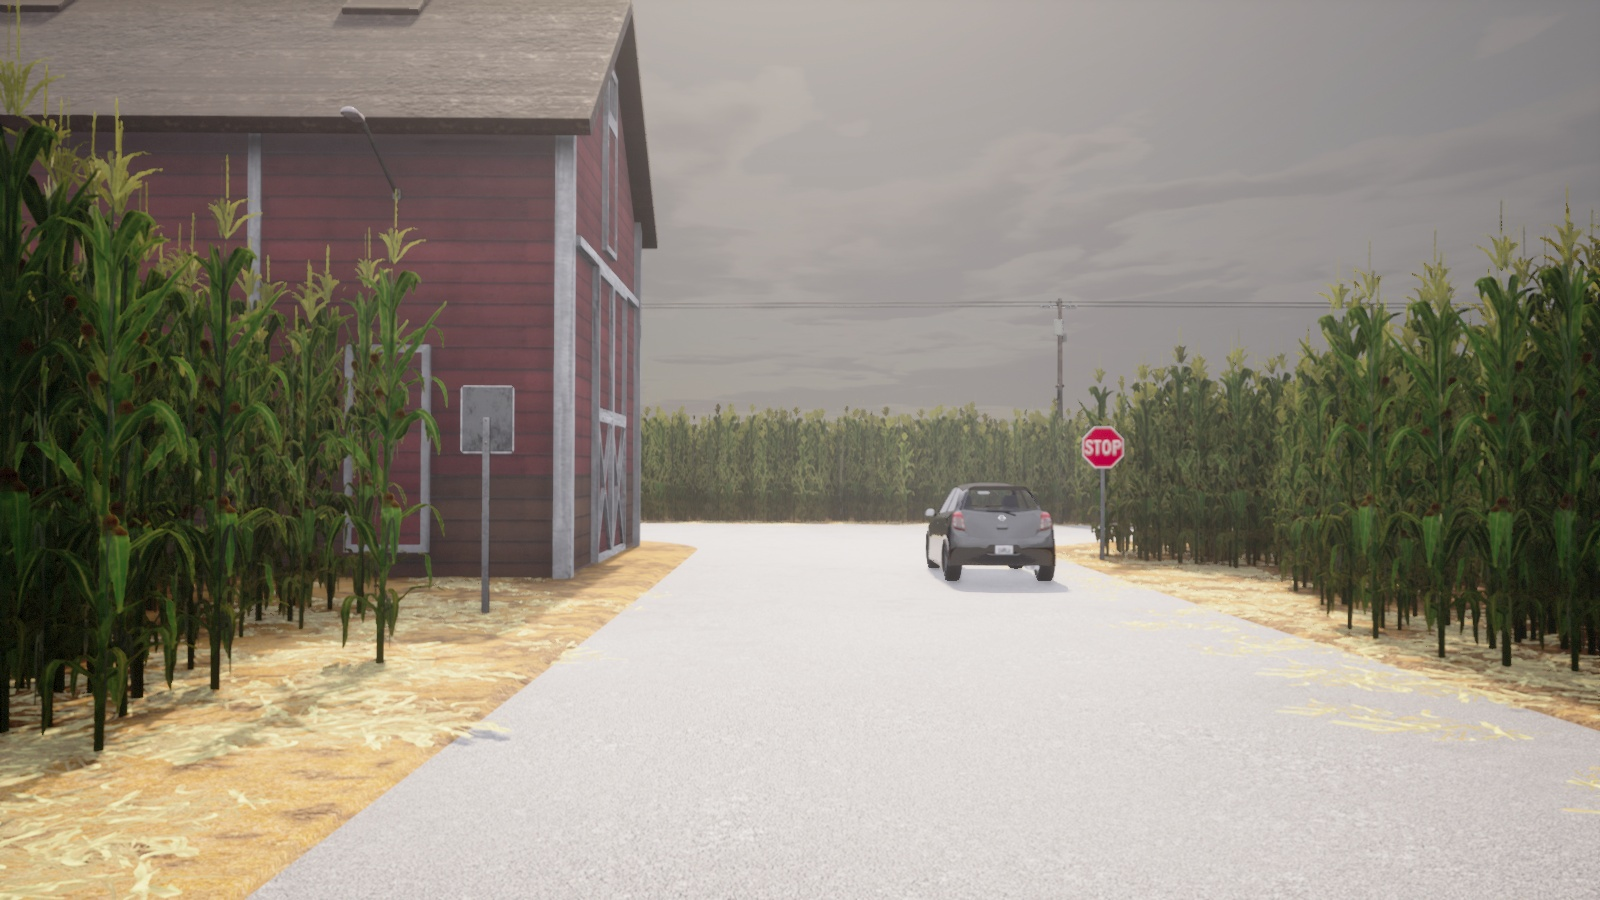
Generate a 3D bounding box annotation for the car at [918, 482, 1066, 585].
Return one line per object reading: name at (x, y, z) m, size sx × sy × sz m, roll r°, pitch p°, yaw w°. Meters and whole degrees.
car at (3.026, 1.289, 20.502) m, size 1.845 × 1.501 × 3.633 m, roll 0°, pitch -1°, yaw 0°
